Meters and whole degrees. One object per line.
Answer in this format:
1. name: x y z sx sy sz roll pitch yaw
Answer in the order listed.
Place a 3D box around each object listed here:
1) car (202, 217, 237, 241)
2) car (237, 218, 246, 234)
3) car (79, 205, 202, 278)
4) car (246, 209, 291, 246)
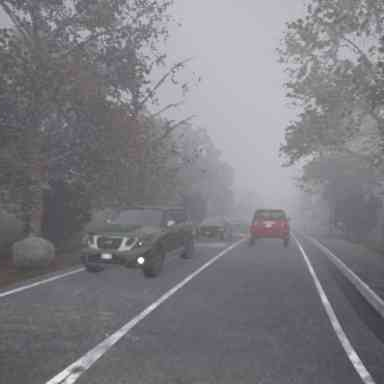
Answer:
1. car: 1.612 2.418 22.672 1.882 1.535 5.008 1 -4 15
2. car: 4.738 3.444 34.036 1.837 1.490 4.892 1 -5 16
3. car: -1.502 1.481 11.489 2.150 2.045 5.566 1 -3 16
4. car: 4.866 2.109 20.579 2.150 2.045 5.566 1 -4 15
